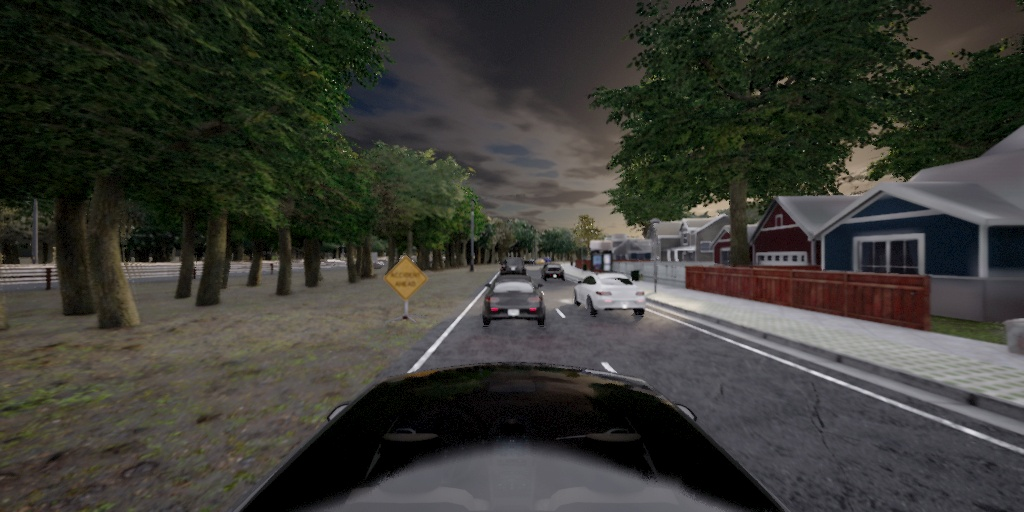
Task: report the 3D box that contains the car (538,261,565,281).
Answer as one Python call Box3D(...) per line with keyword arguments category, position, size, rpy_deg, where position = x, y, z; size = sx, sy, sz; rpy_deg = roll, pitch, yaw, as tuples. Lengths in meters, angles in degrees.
Box3D(category="car", position=(3.597, 1.426, 32.413), size=(1.837, 1.490, 4.892), rpy_deg=(0, 0, 0))

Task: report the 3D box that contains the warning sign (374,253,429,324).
Box3D(category="warning sign", position=(-3.047, 0.927, 10.309), size=(1.300, 1.860, 1.060), rpy_deg=(0, 0, 0))

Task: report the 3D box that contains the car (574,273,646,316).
Box3D(category="car", position=(3.573, 1.357, 13.665), size=(1.812, 1.442, 4.674), rpy_deg=(0, 0, 0))

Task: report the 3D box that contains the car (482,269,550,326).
Box3D(category="car", position=(0.065, 1.345, 11.880), size=(1.812, 1.442, 4.674), rpy_deg=(0, 0, 1))

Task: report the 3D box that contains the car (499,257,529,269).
Box3D(category="car", position=(0.092, 1.138, 31.490), size=(2.150, 2.045, 5.566), rpy_deg=(0, 0, 0))
